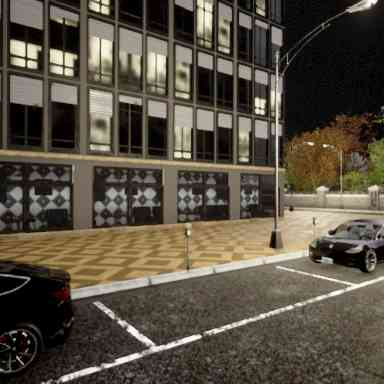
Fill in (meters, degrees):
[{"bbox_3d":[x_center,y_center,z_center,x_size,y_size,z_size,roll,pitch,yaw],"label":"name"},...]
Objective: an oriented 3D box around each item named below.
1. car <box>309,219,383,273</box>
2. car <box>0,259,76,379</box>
[{"bbox_3d":[5.590,1.561,10.645,4.313,1.339,1.947,0,0,-36],"label":"car"},{"bbox_3d":[-3.641,1.566,3.961,4.313,1.339,1.947,0,0,-36],"label":"car"}]
